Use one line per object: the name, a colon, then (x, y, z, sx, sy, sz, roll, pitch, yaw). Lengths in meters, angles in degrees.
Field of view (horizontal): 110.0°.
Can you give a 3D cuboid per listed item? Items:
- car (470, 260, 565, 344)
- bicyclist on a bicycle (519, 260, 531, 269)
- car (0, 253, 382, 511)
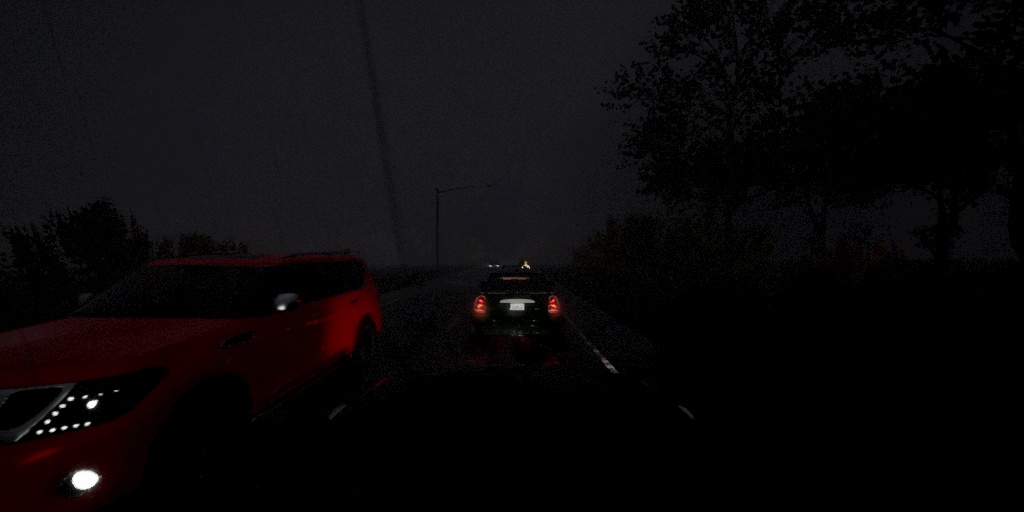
car: (0.116, 1.099, 9.740, 2.097, 1.767, 4.553, 0, 0, 0)
bicyclist on a bicycle: (0.985, 1.177, 25.563, 0.866, 1.612, 1.509, 0, 0, 1)
car: (-3.594, 0.970, 4.779, 2.150, 2.045, 5.566, 0, 0, 0)
